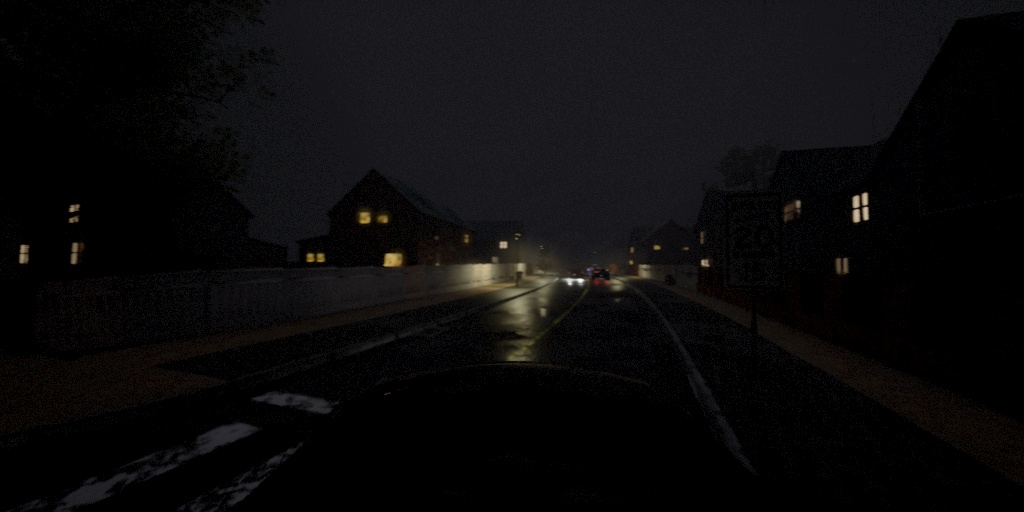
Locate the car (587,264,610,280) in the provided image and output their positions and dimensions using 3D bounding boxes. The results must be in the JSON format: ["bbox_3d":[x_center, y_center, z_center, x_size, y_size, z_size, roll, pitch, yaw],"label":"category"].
[{"bbox_3d":[9.808,1.900,40.021,2.128,1.511,4.902,1,-1,10],"label":"car"}]

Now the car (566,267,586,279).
[{"bbox_3d":[7.587,2.001,43.419,1.994,1.385,4.181,1,-1,10],"label":"car"}]
